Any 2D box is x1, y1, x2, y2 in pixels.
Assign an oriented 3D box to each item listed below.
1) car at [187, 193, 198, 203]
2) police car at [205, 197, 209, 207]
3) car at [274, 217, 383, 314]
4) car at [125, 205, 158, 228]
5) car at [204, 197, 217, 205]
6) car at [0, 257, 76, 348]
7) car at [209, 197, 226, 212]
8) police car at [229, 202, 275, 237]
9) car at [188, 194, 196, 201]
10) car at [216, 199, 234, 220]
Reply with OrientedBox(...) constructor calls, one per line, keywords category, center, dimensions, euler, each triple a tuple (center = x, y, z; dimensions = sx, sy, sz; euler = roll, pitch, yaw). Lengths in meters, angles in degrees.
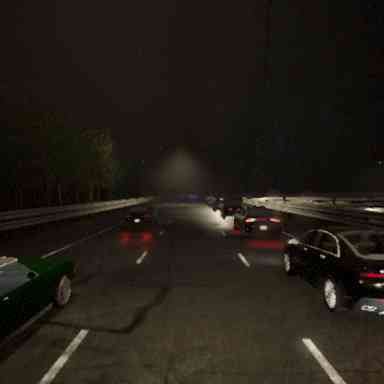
OrientedBox(category="car", center=(0.007, 1.299, 72.071), dimensions=(2.150, 2.045, 5.566), euler=(0, 0, 0))
OrientedBox(category="police car", center=(3.505, 1.649, 51.677), dimensions=(2.038, 1.542, 4.974), euler=(0, 0, 0))
OrientedBox(category="car", center=(3.501, 1.537, 7.678), dimensions=(1.837, 1.490, 4.892), euler=(0, 0, 0))
OrientedBox(category="car", center=(-3.401, 1.614, 22.859), dimensions=(1.812, 1.442, 4.674), euler=(0, 0, 0))
OrientedBox(category="car", center=(3.506, 1.652, 62.677), dimensions=(2.128, 1.511, 4.902), euler=(0, 0, 0))
OrientedBox(category="car", center=(-3.401, 1.623, 5.018), dimensions=(1.895, 1.301, 4.718), euler=(0, 0, 0))
OrientedBox(category="car", center=(3.504, 1.561, 40.677), dimensions=(2.033, 1.649, 4.856), euler=(0, 0, 0))
OrientedBox(category="police car", center=(3.503, 1.579, 18.678), dimensions=(2.038, 1.542, 4.974), euler=(0, 0, 0))
OrientedBox(category="car", center=(0.008, 1.422, 88.294), dimensions=(2.097, 1.767, 4.553), euler=(0, 0, 0))
OrientedBox(category="car", center=(3.503, 1.611, 29.678), dimensions=(1.837, 1.490, 4.892), euler=(0, 0, 0))
